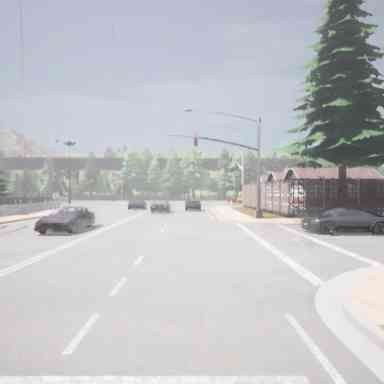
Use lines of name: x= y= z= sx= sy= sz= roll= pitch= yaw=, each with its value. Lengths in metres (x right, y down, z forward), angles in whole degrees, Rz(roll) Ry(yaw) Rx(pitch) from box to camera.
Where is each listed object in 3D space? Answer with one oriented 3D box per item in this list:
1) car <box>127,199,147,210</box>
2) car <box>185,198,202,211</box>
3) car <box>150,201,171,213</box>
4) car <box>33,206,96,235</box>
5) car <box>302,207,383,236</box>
car: x=-6.973 y=1.554 z=42.615 sx=1.994 sy=1.385 sz=4.181 roll=0 pitch=0 yaw=0
car: x=0.148 y=1.482 z=40.126 sx=2.128 sy=1.511 sz=4.902 roll=0 pitch=0 yaw=1
car: x=-3.371 y=1.592 z=36.546 sx=1.895 sy=1.301 sz=4.718 roll=0 pitch=0 yaw=0
car: x=-7.086 y=1.543 z=19.248 sx=2.033 sy=1.411 sz=5.357 roll=0 pitch=0 yaw=0
car: x=8.051 y=1.521 z=17.699 sx=4.181 sy=1.385 sz=1.994 roll=0 pitch=0 yaw=0
